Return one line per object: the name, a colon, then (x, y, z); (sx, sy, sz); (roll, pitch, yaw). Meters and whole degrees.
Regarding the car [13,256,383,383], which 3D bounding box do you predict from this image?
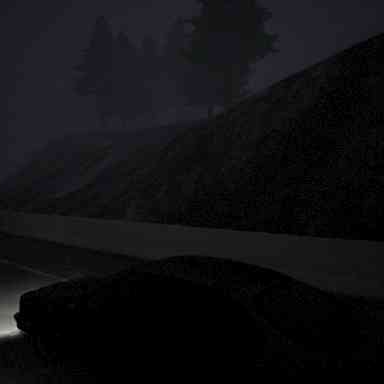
car: (-0.073, 1.562, 4.124); (5.357, 1.411, 2.033); (0, 0, 36)
